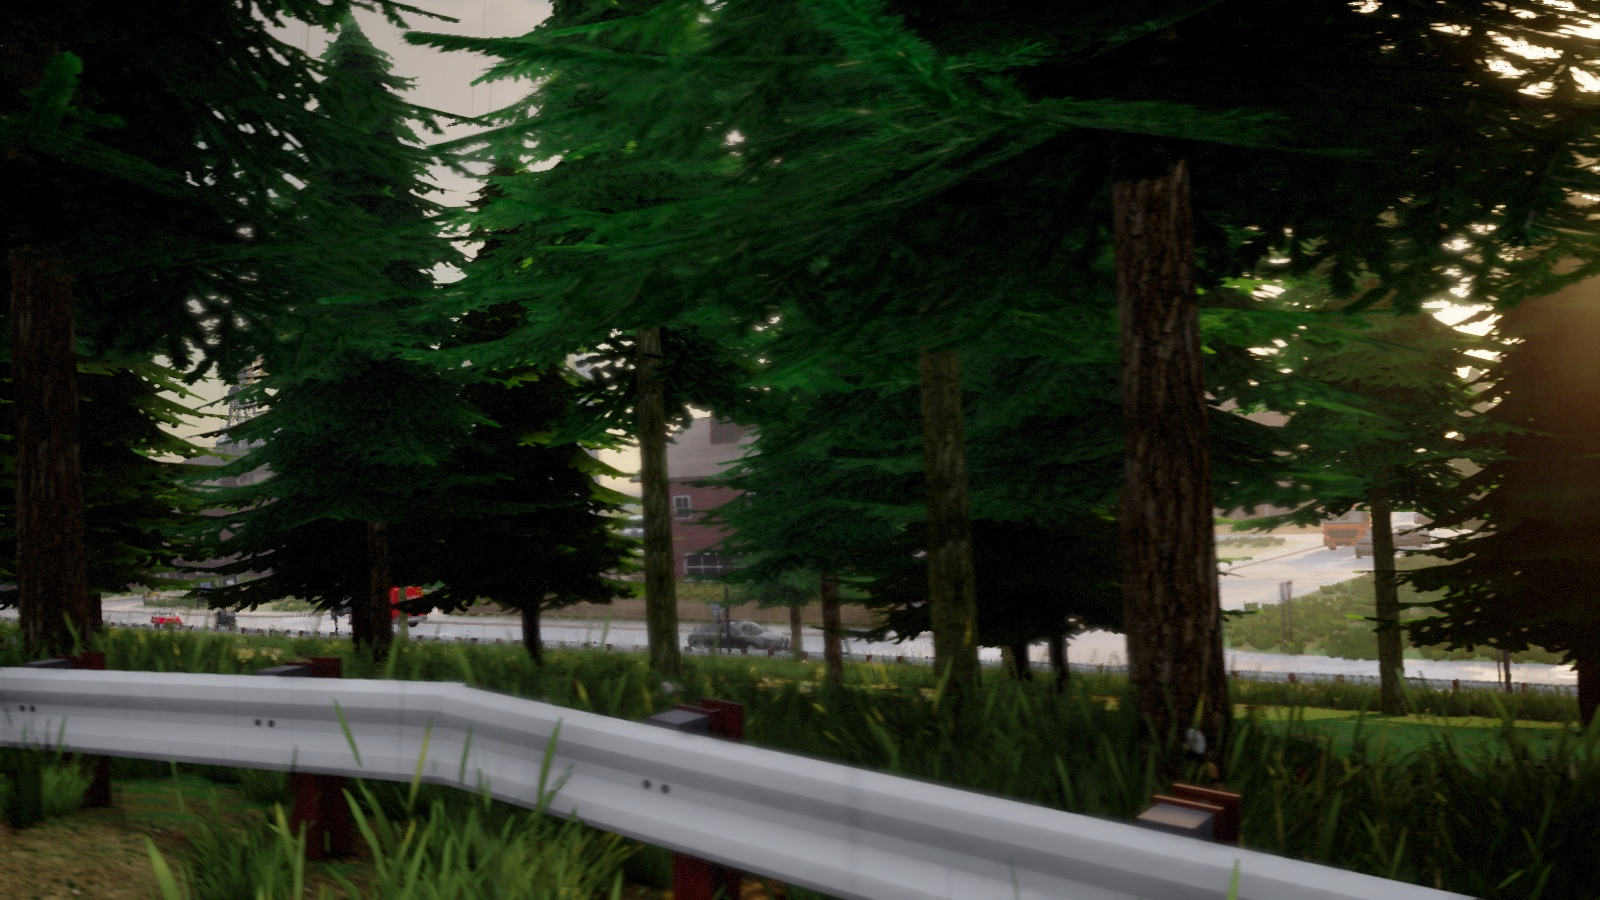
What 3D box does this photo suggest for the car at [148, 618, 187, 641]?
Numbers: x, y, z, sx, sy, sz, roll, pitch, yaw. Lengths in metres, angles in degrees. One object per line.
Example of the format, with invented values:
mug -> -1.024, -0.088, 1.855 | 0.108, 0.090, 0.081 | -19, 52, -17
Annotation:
car -> -42.588, 12.082, 84.542 | 2.207, 1.376, 1.481 | -6, -2, 37

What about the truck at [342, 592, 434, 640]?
truck -> -24.722, 9.930, 75.239 | 5.204, 2.467, 2.627 | -6, -2, 37

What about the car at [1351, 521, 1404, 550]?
car -> 39.158, 5.780, 85.066 | 2.128, 1.511, 4.902 | -6, -2, 37

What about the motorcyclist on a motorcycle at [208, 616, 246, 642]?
motorcyclist on a motorcycle -> -36.908, 11.530, 80.892 | 2.191, 1.530, 0.866 | -5, -2, 23

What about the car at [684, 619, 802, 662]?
car -> -2.480, 8.123, 53.793 | 4.892, 1.490, 1.837 | -6, -2, 37
